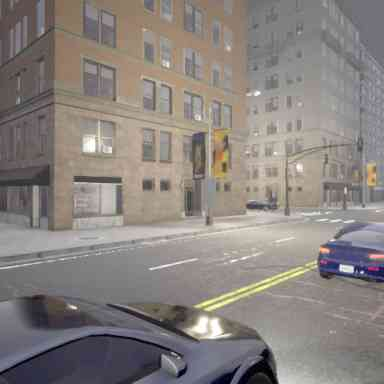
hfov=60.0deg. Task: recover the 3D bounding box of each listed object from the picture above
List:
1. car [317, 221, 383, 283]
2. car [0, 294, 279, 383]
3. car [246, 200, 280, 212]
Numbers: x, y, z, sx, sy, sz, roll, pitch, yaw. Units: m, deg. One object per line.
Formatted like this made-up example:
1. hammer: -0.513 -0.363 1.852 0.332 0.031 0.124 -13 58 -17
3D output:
1. car: 4.982 1.527 9.023 1.812 1.442 4.674 0 0 43
2. car: -1.035 1.564 2.575 1.994 1.385 4.181 0 0 43
3. car: 7.724 1.589 38.790 4.718 1.301 1.895 0 0 43
